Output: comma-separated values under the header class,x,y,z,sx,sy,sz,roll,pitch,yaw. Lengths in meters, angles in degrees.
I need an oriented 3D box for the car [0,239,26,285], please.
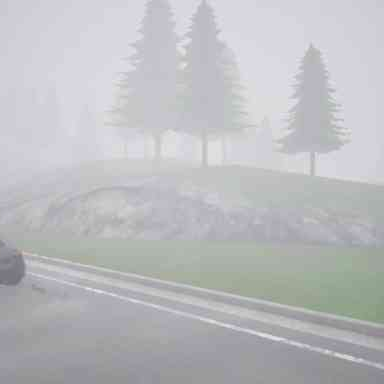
class,x,y,z,sx,sy,sz,roll,pitch,yaw
car,-5.991,1.564,8.267,4.181,1.385,1.994,0,0,36
